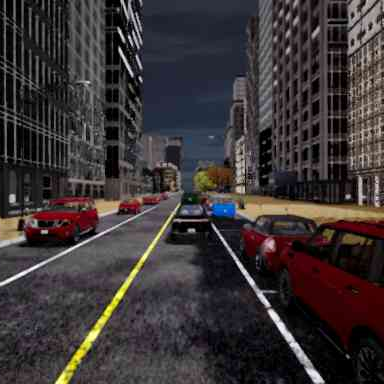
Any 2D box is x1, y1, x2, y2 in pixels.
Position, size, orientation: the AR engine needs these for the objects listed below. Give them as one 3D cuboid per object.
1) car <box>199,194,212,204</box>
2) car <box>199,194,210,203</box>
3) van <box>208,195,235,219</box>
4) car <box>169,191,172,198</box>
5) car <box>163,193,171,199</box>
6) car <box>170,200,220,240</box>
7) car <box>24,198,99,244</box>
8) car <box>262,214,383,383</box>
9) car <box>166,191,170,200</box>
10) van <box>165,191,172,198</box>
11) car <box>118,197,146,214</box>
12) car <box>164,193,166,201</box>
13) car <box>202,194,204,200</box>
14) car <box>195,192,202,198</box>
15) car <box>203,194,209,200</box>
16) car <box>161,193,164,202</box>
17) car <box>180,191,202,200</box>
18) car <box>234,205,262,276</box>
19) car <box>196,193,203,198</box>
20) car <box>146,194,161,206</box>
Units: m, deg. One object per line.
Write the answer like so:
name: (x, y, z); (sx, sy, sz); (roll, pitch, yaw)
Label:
car: (2.216, 1.068, 54.412); (1.967, 1.590, 4.097); (0, 0, -1)
car: (2.164, 1.115, 60.121); (1.752, 1.417, 4.829); (0, 0, -1)
van: (2.466, 1.154, 26.717); (1.690, 1.788, 3.998); (0, 0, -1)
car: (-6.364, 0.948, 76.492); (1.967, 1.590, 4.097); (0, 0, -1)
car: (-6.463, 0.960, 87.400); (1.752, 1.417, 4.829); (0, 0, -1)
car: (-0.035, 1.383, 16.370); (2.128, 1.511, 4.902); (0, 1, -1)
car: (-5.814, 1.230, 15.563); (2.192, 1.841, 5.009); (0, 0, -1)
car: (2.667, 1.275, 4.561); (2.192, 1.841, 5.009); (0, 0, -1)
car: (-6.314, 1.090, 70.953); (1.887, 1.381, 4.507); (0, 0, -1)
van: (-6.514, 0.737, 93.108); (1.690, 1.788, 3.998); (0, 0, -1)
car: (-5.964, 1.349, 32.182); (1.887, 1.381, 4.507); (0, 0, -1)
car: (-6.214, 1.170, 59.876); (2.008, 1.369, 4.403); (0, 0, -1)
car: (2.364, 1.263, 37.966); (1.752, 1.417, 4.829); (0, 0, -1)
car: (1.866, 0.808, 93.184); (1.967, 1.590, 4.097); (0, 0, -1)
car: (2.416, 1.216, 32.257); (1.967, 1.590, 4.097); (0, 0, -1)
car: (-6.164, 1.096, 54.336); (1.967, 1.590, 4.097); (0, 0, -1)
car: (-0.249, 0.953, 40.026); (2.150, 2.045, 5.566); (0, 0, -1)
car: (2.616, 1.363, 10.101); (1.967, 1.590, 4.097); (0, 0, -1)
car: (1.915, 0.950, 87.646); (1.887, 1.381, 4.507); (0, 0, -1)
car: (-6.114, 1.238, 48.798); (1.887, 1.381, 4.507); (0, 0, -1)
